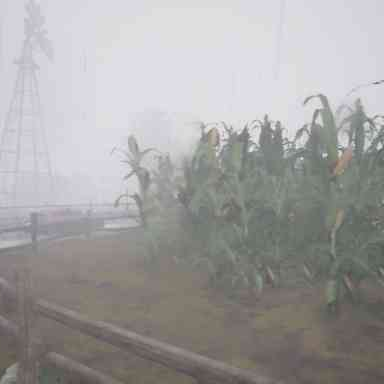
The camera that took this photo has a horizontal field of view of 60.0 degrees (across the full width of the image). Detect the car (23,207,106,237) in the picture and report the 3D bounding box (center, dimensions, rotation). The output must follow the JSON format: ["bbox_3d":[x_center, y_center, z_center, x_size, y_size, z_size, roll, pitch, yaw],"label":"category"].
[{"bbox_3d":[-6.662,1.494,17.695,1.994,1.385,4.181,1,0,34],"label":"car"}]
